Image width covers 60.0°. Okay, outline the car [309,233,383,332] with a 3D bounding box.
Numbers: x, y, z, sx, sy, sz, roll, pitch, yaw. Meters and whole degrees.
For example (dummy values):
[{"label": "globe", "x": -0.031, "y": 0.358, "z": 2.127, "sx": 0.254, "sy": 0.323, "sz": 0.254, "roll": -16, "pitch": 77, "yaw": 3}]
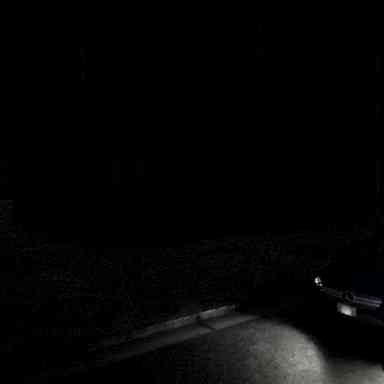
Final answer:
[{"label": "car", "x": 4.242, "y": 1.527, "z": 6.405, "sx": 4.674, "sy": 1.442, "sz": 1.812, "roll": 0, "pitch": 0, "yaw": -35}]
